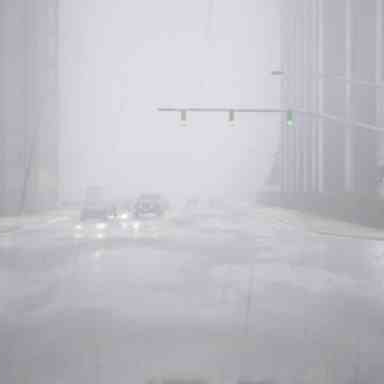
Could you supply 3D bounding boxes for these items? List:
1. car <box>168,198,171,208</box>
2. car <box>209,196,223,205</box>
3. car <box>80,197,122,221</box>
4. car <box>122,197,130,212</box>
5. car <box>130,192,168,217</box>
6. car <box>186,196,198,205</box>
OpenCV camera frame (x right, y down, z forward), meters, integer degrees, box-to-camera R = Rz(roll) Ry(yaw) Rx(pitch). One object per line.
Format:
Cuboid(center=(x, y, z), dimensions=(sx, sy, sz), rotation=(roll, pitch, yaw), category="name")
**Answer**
Cuboid(center=(-3.583, 1.226, 38.888), dimensions=(1.882, 1.535, 5.008), rotation=(0, 0, 1), category="car")
Cuboid(center=(3.497, 1.281, 49.626), dimensions=(1.895, 1.301, 4.718), rotation=(0, 0, 0), category="car")
Cuboid(center=(-7.101, 1.310, 25.802), dimensions=(1.882, 1.535, 5.008), rotation=(0, 0, 0), category="car")
Cuboid(center=(-7.090, 1.263, 35.289), dimensions=(2.128, 1.511, 4.902), rotation=(0, 0, 0), category="car")
Cuboid(center=(-3.601, 1.035, 28.891), dimensions=(2.150, 2.045, 5.566), rotation=(0, 0, 0), category="car")
Cuboid(center=(-0.003, 1.277, 50.102), dimensions=(1.895, 1.301, 4.718), rotation=(0, 0, 0), category="car")
